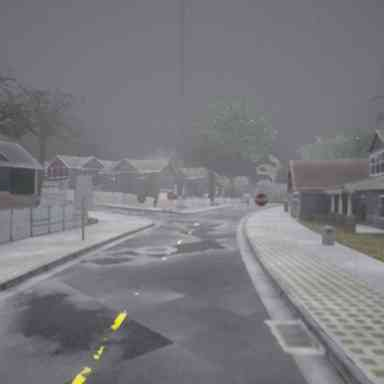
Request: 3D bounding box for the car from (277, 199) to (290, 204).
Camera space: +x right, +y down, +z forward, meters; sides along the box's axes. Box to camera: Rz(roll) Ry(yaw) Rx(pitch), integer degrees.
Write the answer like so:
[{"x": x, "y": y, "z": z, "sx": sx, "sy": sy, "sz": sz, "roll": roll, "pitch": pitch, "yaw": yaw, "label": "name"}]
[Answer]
[{"x": 22.624, "y": 2.296, "z": 82.220, "sx": 1.994, "sy": 1.385, "sz": 4.181, "roll": -1, "pitch": -1, "yaw": 34, "label": "car"}]
